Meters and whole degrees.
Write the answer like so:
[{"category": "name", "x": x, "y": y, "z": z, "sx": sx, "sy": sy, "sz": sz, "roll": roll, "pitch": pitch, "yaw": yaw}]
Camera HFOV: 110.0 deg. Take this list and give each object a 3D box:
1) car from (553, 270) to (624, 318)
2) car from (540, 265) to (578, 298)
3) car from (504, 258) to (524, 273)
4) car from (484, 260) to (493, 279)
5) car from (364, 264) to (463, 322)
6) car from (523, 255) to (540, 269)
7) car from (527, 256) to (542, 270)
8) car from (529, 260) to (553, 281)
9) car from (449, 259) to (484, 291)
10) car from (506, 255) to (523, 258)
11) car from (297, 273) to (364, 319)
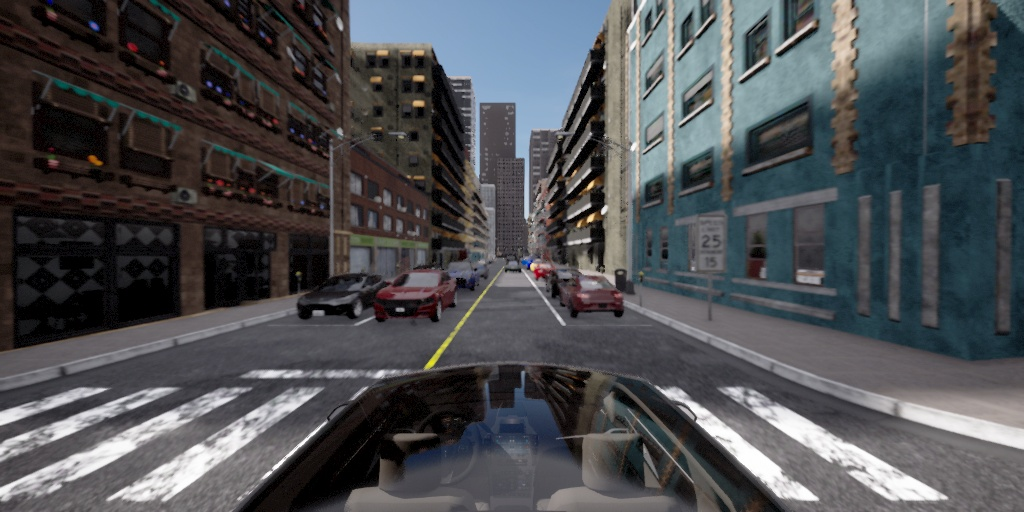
[{"category": "car", "x": 2.694, "y": 1.318, "z": 12.708, "sx": 1.802, "sy": 1.307, "sz": 4.207, "roll": 0, "pitch": 0, "yaw": 0}, {"category": "car", "x": 2.696, "y": 1.296, "z": 18.232, "sx": 1.948, "sy": 1.339, "sz": 4.313, "roll": 0, "pitch": 0, "yaw": 0}, {"category": "car", "x": 0.114, "y": 1.271, "z": 43.056, "sx": 1.994, "sy": 1.385, "sz": 4.181, "roll": 0, "pitch": 0, "yaw": 0}, {"category": "car", "x": -3.068, "y": 1.281, "z": 31.530, "sx": 1.994, "sy": 1.385, "sz": 4.181, "roll": 0, "pitch": 0, "yaw": 1}, {"category": "car", "x": -3.094, "y": 1.214, "z": 12.421, "sx": 1.882, "sy": 1.535, "sz": 5.008, "roll": 0, "pitch": 0, "yaw": 0}, {"category": "car", "x": 3.123, "y": 0.929, "z": 50.305, "sx": 2.150, "sy": 2.045, "sz": 5.566, "roll": 0, "pitch": 0, "yaw": 0}, {"category": "car", "x": 3.164, "y": 1.164, "z": 43.464, "sx": 1.801, "sy": 1.575, "sz": 5.366, "roll": 0, "pitch": 0, "yaw": 0}, {"category": "car", "x": 2.699, "y": 1.264, "z": 29.278, "sx": 1.888, "sy": 1.381, "sz": 4.507, "roll": 0, "pitch": 0, "yaw": 0}, {"category": "car", "x": -3.089, "y": 1.079, "z": 21.602, "sx": 2.097, "sy": 1.767, "sz": 4.553, "roll": 0, "pitch": 0, "yaw": 0}, {"category": "car", "x": 0.059, "y": 0.922, "z": 52.644, "sx": 2.150, "sy": 2.045, "sz": 5.566, "roll": 0, "pitch": 0, "yaw": 0}, {"category": "car", "x": -5.687, "y": 1.302, "z": 12.723, "sx": 1.948, "sy": 1.339, "sz": 4.313, "roll": 0, "pitch": 0, "yaw": 0}]
